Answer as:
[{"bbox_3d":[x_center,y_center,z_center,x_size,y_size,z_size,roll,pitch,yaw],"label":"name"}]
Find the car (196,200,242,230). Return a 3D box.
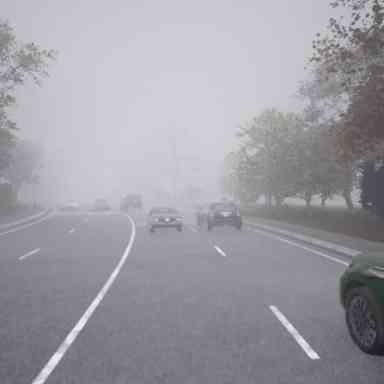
[{"bbox_3d":[1.582,1.350,21.121,2.097,1.767,4.553,0,0,-9],"label":"car"}]

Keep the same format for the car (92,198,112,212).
[{"bbox_3d":[-10.760,1.517,39.466,1.837,1.490,4.892,0,0,-20],"label":"car"}]

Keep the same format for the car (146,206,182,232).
[{"bbox_3d":[-1.759,1.551,20.345,2.033,1.411,5.357,0,0,-10],"label":"car"}]

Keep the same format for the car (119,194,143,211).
[{"bbox_3d":[-7.752,1.234,42.020,2.150,2.045,5.566,0,0,-21],"label":"car"}]

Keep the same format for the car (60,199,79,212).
[{"bbox_3d":[-14.466,1.539,39.428,1.812,1.442,4.674,0,0,-21],"label":"car"}]

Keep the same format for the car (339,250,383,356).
[{"bbox_3d":[3.471,1.213,2.930,2.150,2.045,5.566,0,0,-2],"label":"car"}]
